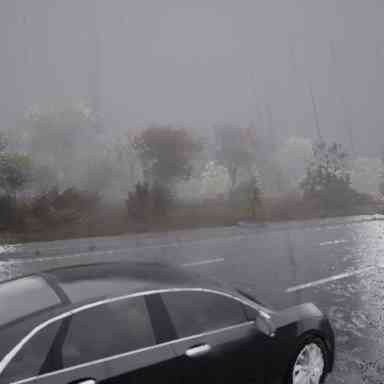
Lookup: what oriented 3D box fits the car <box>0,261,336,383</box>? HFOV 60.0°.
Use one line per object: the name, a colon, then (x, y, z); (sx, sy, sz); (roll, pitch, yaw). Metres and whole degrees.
car: (-0.486, 1.502, 3.400); (4.892, 1.490, 1.837); (0, 0, -35)
